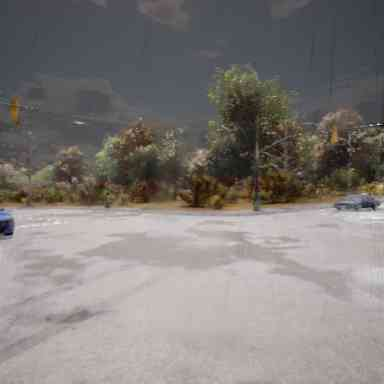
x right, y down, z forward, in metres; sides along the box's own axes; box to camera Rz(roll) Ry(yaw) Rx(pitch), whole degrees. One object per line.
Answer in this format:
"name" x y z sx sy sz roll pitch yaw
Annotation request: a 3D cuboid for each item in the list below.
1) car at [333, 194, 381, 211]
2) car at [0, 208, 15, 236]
"car" 14.633 0.858 29.295 5.357 1.411 2.033 -2 2 -37
"car" -9.538 1.107 14.512 5.008 1.535 1.882 1 1 40
